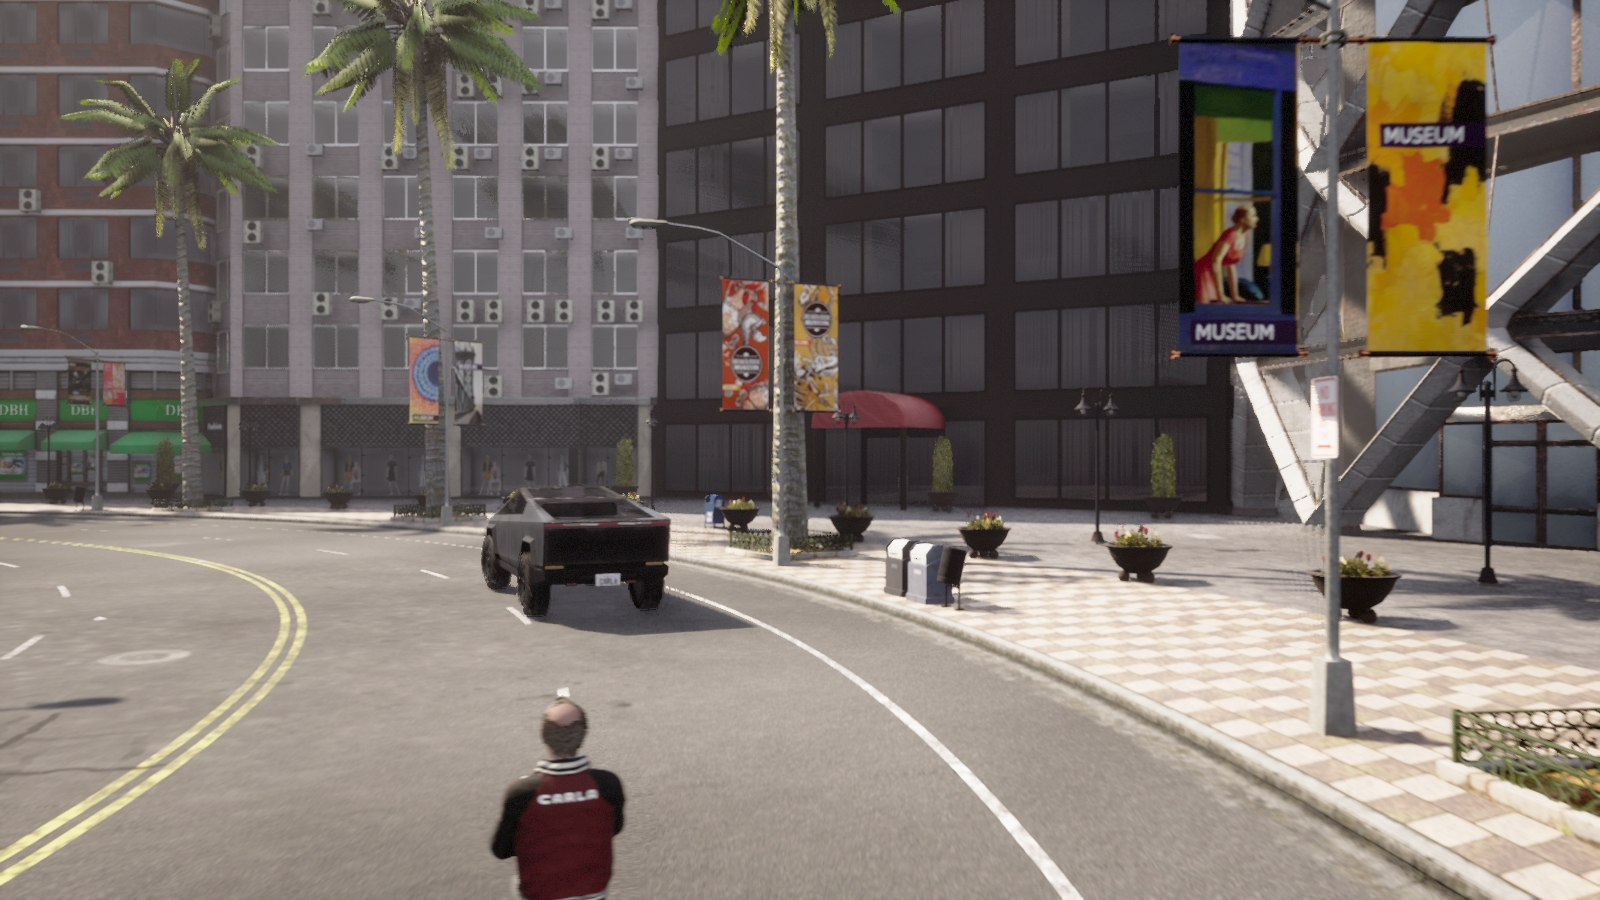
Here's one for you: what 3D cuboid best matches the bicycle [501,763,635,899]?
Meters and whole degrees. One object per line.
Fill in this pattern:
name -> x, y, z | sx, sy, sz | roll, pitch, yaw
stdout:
bicycle -> -1.053, 2.209, 4.982 | 0.329, 1.171, 1.835 | -1, 0, -19

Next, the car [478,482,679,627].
car -> -4.353, 1.752, 21.409 | 2.390, 2.098, 6.274 | 0, 0, -24
